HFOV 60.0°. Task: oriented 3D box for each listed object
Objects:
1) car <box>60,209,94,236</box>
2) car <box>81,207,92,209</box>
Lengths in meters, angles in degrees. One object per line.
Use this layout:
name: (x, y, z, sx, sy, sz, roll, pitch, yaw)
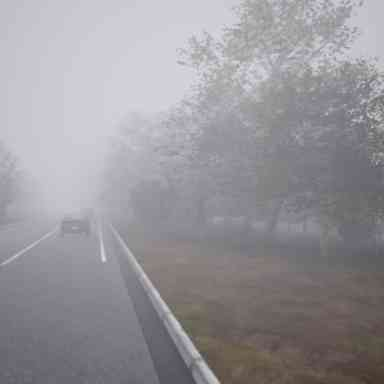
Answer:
car: (-8.322, 2.266, 23.985, 1.882, 1.535, 5.008, 2, -2, -16)
car: (-15.227, 2.939, 48.024, 2.097, 1.767, 4.553, 2, -2, -16)
